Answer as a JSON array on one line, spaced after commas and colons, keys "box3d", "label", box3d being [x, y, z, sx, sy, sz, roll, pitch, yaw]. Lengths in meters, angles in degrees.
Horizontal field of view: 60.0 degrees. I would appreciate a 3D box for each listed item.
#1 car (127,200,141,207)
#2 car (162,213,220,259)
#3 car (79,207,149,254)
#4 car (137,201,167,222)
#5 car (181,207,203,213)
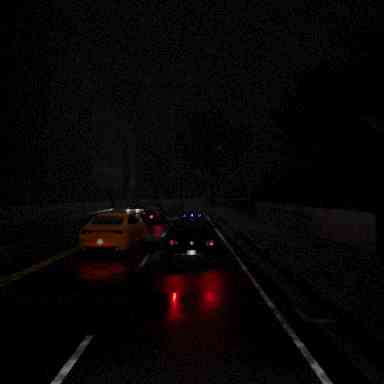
[{"box3d": [-9.854, 2.119, 56.915, 1.837, 1.490, 4.892, 0, -1, 0], "label": "car"}, {"box3d": [0.006, 1.736, 13.248, 1.895, 1.301, 4.718, 0, -1, 0], "label": "car"}, {"box3d": [-3.235, 1.623, 14.238, 1.882, 1.535, 5.008, 0, 0, 0], "label": "car"}, {"box3d": [-3.247, 1.823, 28.886, 1.812, 1.442, 4.674, 0, 0, 0], "label": "car"}, {"box3d": [-0.003, 1.891, 28.256, 1.895, 1.301, 4.718, 0, -1, 0], "label": "car"}]
